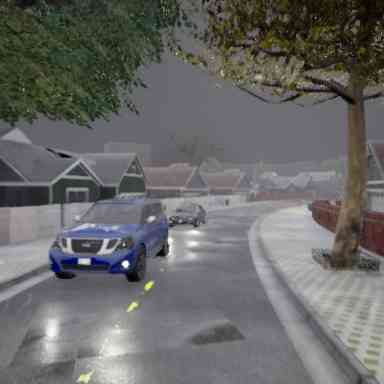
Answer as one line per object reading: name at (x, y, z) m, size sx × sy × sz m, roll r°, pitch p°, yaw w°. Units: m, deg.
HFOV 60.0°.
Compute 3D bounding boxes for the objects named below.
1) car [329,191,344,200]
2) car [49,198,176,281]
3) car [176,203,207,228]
car at (33.543, 0.838, 76.357) m, size 5.566 × 2.045 × 2.150 m, roll -1°, pitch 1°, yaw -42°
car at (-2.125, 1.231, 10.291) m, size 2.150 × 2.045 × 5.566 m, roll 0°, pitch 0°, yaw 7°
car at (-0.202, 1.538, 22.477) m, size 1.837 × 1.490 × 4.892 m, roll 0°, pitch 0°, yaw 12°
